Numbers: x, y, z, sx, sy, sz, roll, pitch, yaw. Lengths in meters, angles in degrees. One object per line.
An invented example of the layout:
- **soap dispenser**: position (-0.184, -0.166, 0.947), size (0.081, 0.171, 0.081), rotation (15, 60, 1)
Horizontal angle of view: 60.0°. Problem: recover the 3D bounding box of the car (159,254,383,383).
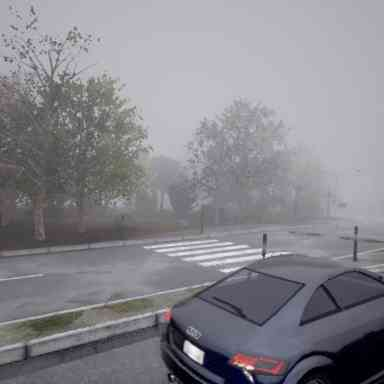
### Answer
- **car**: position (1.668, 1.571, 4.458), size (4.181, 1.385, 1.994), rotation (0, 0, -34)
